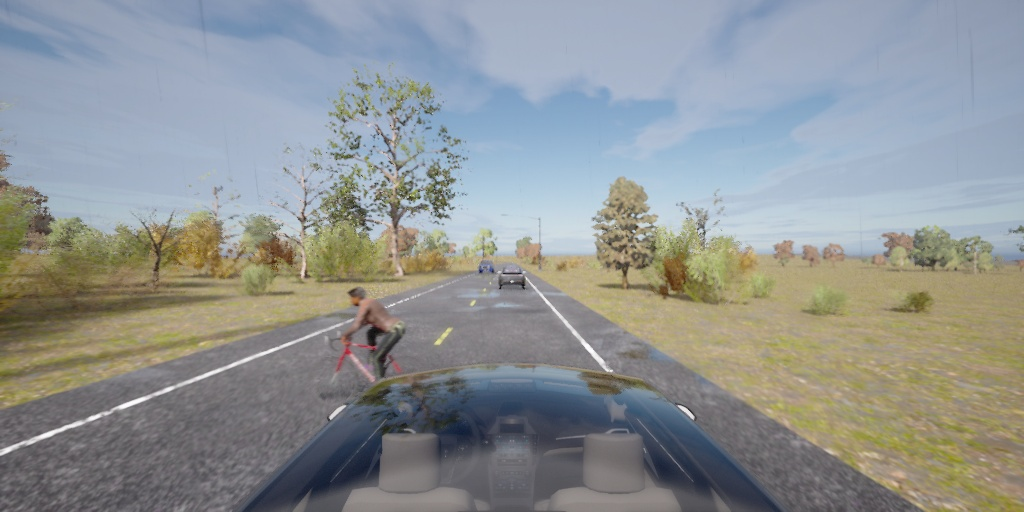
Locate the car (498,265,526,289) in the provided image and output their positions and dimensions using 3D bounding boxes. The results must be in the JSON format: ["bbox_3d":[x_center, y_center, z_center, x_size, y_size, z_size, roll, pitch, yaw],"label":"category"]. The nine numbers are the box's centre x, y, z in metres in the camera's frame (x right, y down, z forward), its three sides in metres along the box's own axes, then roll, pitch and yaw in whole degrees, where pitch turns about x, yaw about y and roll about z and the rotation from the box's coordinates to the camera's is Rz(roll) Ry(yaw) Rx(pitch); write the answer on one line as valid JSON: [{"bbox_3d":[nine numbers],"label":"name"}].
[{"bbox_3d":[-0.005,1.543,26.378,2.128,1.511,4.902,0,-1,0],"label":"car"}]

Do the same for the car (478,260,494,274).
[{"bbox_3d":[-3.797,1.623,53.629,2.150,2.045,5.566,0,-1,0],"label":"car"}]

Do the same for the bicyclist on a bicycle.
[{"bbox_3d":[-1.934,1.242,4.867,1.656,1.620,0.582,-1,-1,0],"label":"bicyclist on a bicycle"}]
